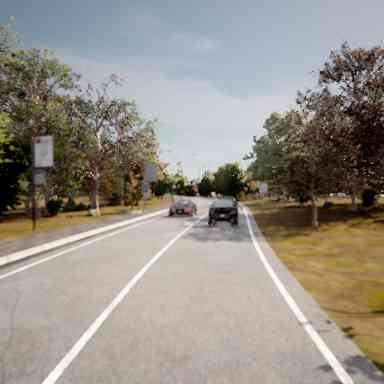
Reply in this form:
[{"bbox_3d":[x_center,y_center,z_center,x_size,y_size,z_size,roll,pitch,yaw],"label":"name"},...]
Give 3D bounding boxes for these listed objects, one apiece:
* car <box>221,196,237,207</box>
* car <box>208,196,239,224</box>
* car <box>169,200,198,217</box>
[{"bbox_3d":[4.779,1.227,43.172,1.895,1.301,4.718,0,0,5],"label":"car"},{"bbox_3d":[2.194,1.278,22.842,1.882,1.535,5.008,0,1,8],"label":"car"},{"bbox_3d":[-0.691,1.349,28.336,1.994,1.385,4.181,0,0,8],"label":"car"}]
